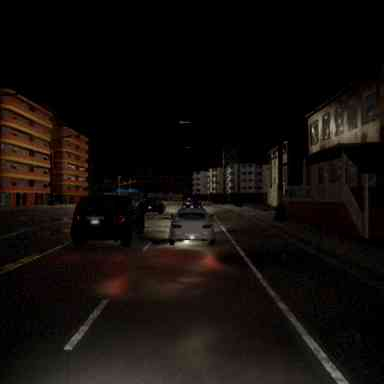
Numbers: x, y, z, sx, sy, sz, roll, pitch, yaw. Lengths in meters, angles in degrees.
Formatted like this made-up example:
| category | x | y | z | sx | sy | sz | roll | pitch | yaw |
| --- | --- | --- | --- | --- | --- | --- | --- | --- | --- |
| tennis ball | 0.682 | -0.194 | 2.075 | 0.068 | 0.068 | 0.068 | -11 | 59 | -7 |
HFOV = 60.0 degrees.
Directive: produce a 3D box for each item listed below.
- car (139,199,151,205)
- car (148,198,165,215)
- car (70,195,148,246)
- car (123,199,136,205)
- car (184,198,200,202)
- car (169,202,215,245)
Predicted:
| category | x | y | z | sx | sy | sz | roll | pitch | yaw |
| --- | --- | --- | --- | --- | --- | --- | --- | --- | --- |
| car | -10.500 | 2.216 | 74.751 | 1.994 | 1.385 | 4.181 | 0 | -2 | 0 |
| car | -3.499 | 1.253 | 29.654 | 1.994 | 1.385 | 4.181 | 0 | 0 | 0 |
| car | -3.499 | 1.127 | 14.671 | 2.150 | 2.045 | 5.566 | 0 | 1 | 0 |
| car | -14.000 | 2.203 | 74.751 | 2.033 | 1.411 | 5.357 | 0 | -2 | 0 |
| car | 0.001 | 1.245 | 29.655 | 2.033 | 1.411 | 5.357 | 0 | 0 | 0 |
| car | 0.001 | 1.404 | 14.643 | 1.812 | 1.442 | 4.674 | 0 | 1 | 0 |
